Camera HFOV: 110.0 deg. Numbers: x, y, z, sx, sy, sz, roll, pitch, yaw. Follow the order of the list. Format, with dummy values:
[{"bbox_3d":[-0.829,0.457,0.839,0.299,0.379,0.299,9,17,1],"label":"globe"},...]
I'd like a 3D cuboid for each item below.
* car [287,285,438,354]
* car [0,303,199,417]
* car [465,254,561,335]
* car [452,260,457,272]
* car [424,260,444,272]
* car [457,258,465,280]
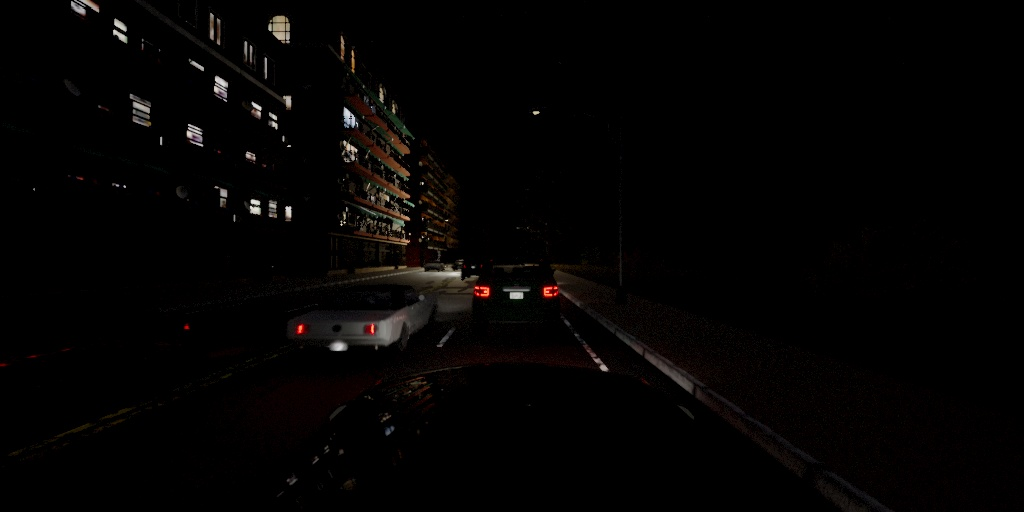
[{"bbox_3d":[-3.135,1.352,8.725,1.895,1.301,4.718,0,0,0],"label":"car"},{"bbox_3d":[-6.597,1.298,4.048,2.033,1.411,5.357,0,0,0],"label":"car"},{"bbox_3d":[0.116,0.973,10.654,2.150,2.045,5.566,0,0,0],"label":"car"},{"bbox_3d":[-6.486,1.242,46.140,2.128,1.511,4.902,0,0,0],"label":"car"},{"bbox_3d":[-9.725,1.277,45.153,1.812,1.442,4.674,0,0,0],"label":"car"},{"bbox_3d":[-3.067,0.974,31.201,2.150,2.045,5.566,0,0,0],"label":"car"}]
